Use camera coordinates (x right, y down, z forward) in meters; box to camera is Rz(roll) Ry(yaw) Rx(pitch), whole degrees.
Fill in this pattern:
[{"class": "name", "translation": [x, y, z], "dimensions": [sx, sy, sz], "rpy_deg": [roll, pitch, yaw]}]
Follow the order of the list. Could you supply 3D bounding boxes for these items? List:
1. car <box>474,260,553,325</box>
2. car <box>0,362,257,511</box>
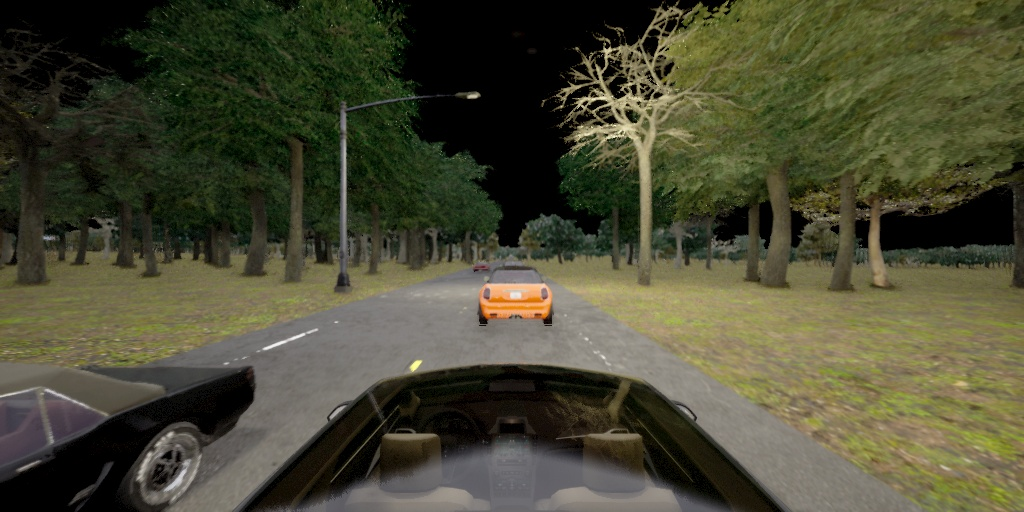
[{"class": "car", "translation": [0.101, 1.075, 11.796], "dimensions": [2.097, 1.767, 4.553], "rpy_deg": [0, 0, 0]}, {"class": "car", "translation": [-3.600, 1.352, 1.489], "dimensions": [1.895, 1.301, 4.718], "rpy_deg": [0, 0, 0]}]
